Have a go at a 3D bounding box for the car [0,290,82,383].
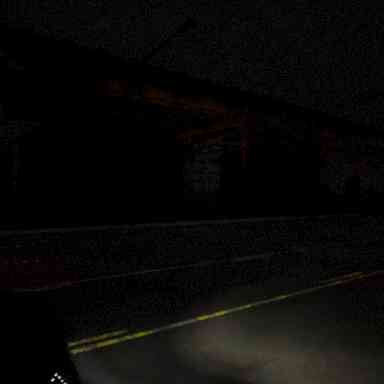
[{"bbox_3d":[-3.365,1.197,1.451,5.566,2.045,2.150,1,-1,-34],"label":"car"}]
